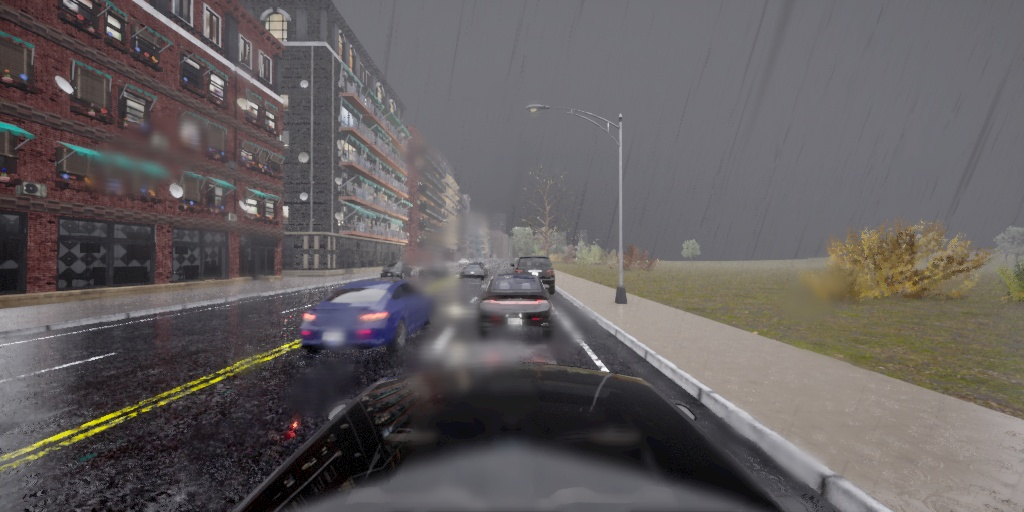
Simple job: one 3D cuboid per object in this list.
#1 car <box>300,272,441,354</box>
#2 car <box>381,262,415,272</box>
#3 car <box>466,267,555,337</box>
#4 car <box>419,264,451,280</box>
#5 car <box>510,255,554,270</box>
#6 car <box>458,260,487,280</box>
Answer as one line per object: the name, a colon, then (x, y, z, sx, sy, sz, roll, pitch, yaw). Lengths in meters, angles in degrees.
car: (-3.159, 1.277, 8.658, 1.812, 1.442, 4.674, 0, 0, 0)
car: (-9.880, 1.257, 31.220, 1.837, 1.490, 4.892, 0, 0, 0)
car: (0.092, 1.243, 10.292, 2.128, 1.511, 4.902, 0, 0, 0)
car: (-6.629, 1.353, 31.167, 1.895, 1.301, 4.718, 0, 0, 0)
car: (1.120, 0.977, 20.162, 2.150, 2.045, 5.566, 0, 0, 0)
car: (-3.185, 1.316, 31.010, 1.994, 1.385, 4.181, 0, 0, 0)
